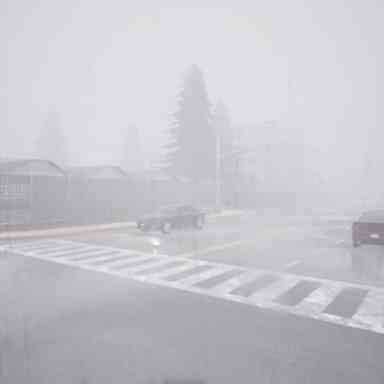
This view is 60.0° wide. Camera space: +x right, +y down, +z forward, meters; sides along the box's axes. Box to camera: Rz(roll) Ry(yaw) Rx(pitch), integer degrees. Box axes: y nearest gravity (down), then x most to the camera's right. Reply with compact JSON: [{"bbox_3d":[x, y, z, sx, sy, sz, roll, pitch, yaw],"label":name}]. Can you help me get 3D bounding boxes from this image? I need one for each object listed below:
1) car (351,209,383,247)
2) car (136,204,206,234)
[{"bbox_3d":[8.294,1.475,14.281,1.882,1.535,5.008,0,0,38],"label":"car"},{"bbox_3d":[-1.116,1.491,19.415,1.837,1.490,4.892,0,0,38],"label":"car"}]
